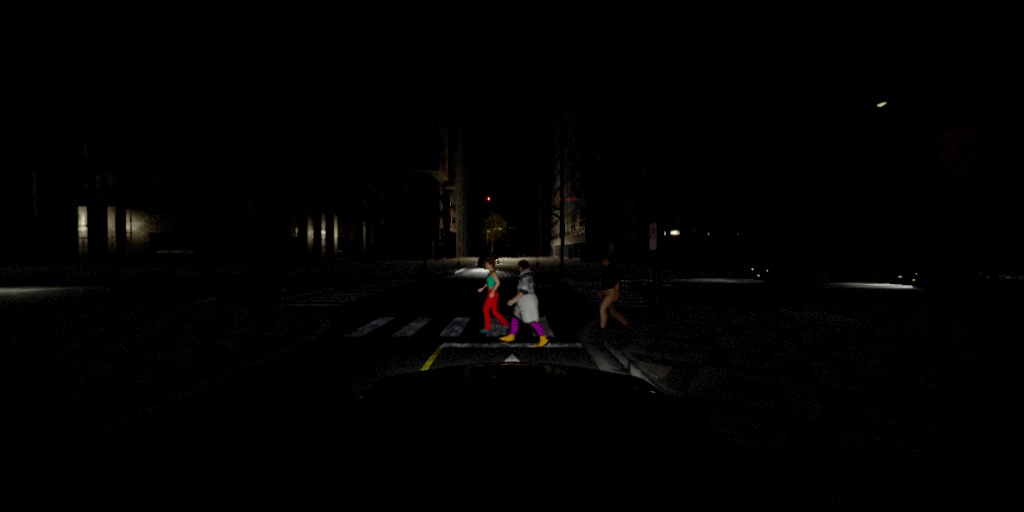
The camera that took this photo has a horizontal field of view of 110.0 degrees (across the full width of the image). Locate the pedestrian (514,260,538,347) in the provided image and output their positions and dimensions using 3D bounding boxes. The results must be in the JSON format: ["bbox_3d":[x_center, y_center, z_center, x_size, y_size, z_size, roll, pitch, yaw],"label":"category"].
[{"bbox_3d":[0.288,0.961,7.527,0.375,1.860,0.375,0,1,0],"label":"pedestrian"}]

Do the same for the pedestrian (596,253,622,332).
[{"bbox_3d":[2.189,0.801,8.126,0.375,1.860,0.375,0,1,0],"label":"pedestrian"}]

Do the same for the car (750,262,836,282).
[{"bbox_3d":[19.165,1.038,24.642,4.718,1.301,1.895,0,1,0],"label":"car"}]

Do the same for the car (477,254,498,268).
[{"bbox_3d":[-3.122,0.652,43.286,2.128,1.511,4.902,0,1,0],"label":"car"}]

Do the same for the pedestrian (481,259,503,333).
[{"bbox_3d":[-0.481,0.944,8.728,0.375,1.860,0.375,0,1,0],"label":"pedestrian"}]

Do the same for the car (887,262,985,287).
[{"bbox_3d":[25.139,1.061,21.368,4.181,1.385,1.994,0,1,0],"label":"car"}]
